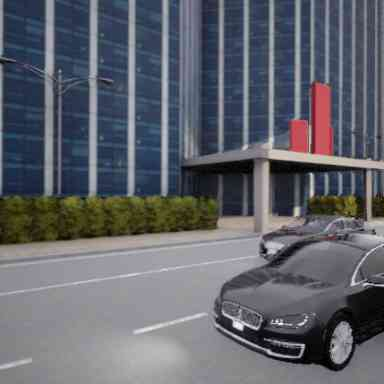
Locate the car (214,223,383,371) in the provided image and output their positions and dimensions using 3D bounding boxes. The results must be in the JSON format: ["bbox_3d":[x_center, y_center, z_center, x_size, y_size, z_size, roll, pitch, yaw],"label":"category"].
[{"bbox_3d":[2.592,1.539,5.830,4.892,1.490,1.837,0,0,-35],"label":"car"}]

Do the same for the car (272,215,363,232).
[{"bbox_3d":[4.425,1.556,11.426,4.902,1.511,2.128,0,0,-35],"label":"car"}]
